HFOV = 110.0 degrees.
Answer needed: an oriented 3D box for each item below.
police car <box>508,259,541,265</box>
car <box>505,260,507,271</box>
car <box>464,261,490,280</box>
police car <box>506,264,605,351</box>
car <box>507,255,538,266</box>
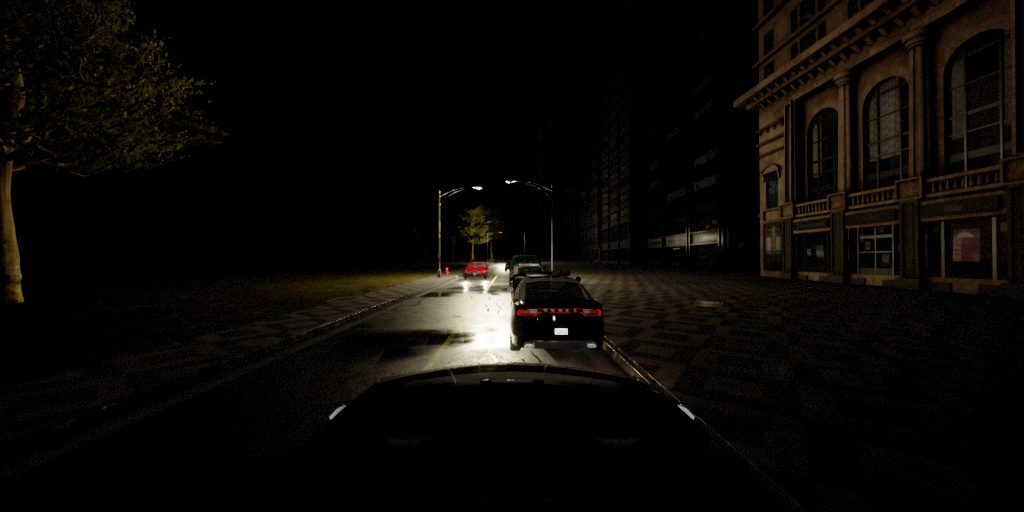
[{"bbox_3d":[0.898,1.170,19.133,1.930,1.638,5.238,0,0,0],"label":"police car"},{"bbox_3d":[0.017,1.252,46.584,2.033,1.411,5.357,0,0,1],"label":"car"},{"bbox_3d":[-3.004,1.209,31.466,1.882,1.535,5.008,0,0,0],"label":"car"},{"bbox_3d":[0.899,1.175,9.132,1.930,1.638,5.238,0,0,0],"label":"police car"},{"bbox_3d":[0.895,0.963,25.054,2.150,2.045,5.566,0,0,0],"label":"car"}]
